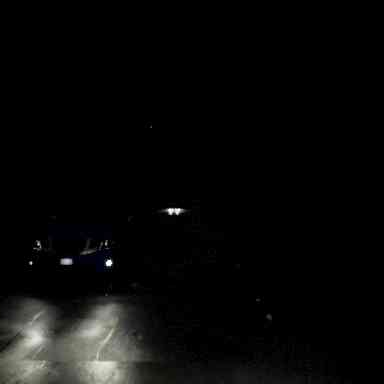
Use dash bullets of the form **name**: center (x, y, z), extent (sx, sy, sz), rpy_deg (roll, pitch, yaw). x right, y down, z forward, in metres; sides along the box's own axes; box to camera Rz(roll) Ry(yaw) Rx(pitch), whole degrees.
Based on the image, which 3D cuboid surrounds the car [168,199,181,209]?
- **car**: center (-2.795, 1.891, 53.806), extent (2.128, 1.511, 4.902), rpy_deg (0, -1, 0)

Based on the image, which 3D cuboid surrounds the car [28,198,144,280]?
- **car**: center (-2.847, 1.224, 10.318), extent (2.150, 2.045, 5.566), rpy_deg (0, 0, 0)

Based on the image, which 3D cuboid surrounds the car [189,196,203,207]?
- **car**: center (0.980, 1.816, 65.292), extent (2.150, 2.045, 5.566), rpy_deg (0, -1, 0)
